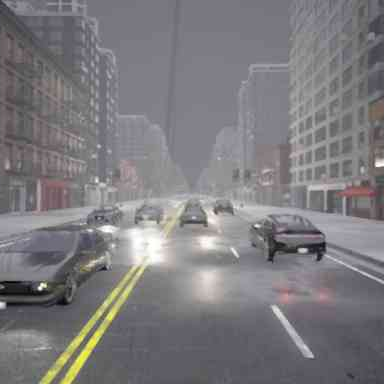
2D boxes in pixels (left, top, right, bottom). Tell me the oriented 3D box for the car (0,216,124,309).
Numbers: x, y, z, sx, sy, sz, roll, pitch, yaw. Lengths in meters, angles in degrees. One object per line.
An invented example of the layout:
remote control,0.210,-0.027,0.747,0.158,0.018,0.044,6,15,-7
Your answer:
car,-3.331,1.585,8.398,2.033,1.411,5.357,0,0,0

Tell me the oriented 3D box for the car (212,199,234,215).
car,3.432,1.557,37.537,2.097,1.767,4.553,0,0,0

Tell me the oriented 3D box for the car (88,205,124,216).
car,-6.455,1.681,25.219,1.994,1.385,4.181,0,0,0

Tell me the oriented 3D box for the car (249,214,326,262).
car,3.373,1.568,12.508,2.128,1.511,4.902,0,0,0

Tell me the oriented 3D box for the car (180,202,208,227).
car,0.132,1.694,24.297,1.994,1.385,4.181,0,0,0

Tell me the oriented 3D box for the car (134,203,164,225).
car,-3.198,1.620,25.630,2.128,1.511,4.902,0,0,0

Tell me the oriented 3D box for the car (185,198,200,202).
car,0.175,1.566,40.955,2.097,1.767,4.553,0,0,0
